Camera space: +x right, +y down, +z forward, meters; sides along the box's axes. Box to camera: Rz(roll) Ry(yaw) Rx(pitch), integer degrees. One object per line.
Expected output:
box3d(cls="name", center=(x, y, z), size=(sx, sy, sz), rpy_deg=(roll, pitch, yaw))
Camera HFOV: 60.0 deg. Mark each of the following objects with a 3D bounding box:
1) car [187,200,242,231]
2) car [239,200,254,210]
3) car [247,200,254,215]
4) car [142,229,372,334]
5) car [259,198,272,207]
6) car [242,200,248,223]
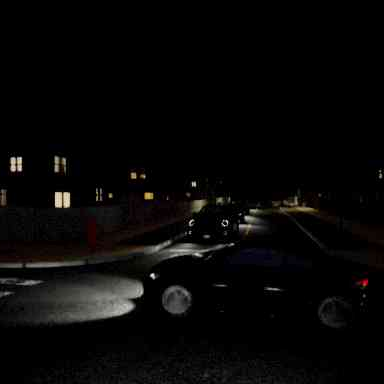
box3d(cls="car", center=(1.200, 1.450, 17.297), size=(2.097, 1.767, 4.553), rpy_deg=(-1, 0, 14))
box3d(cls="car", center=(8.148, 1.868, 49.265), size=(1.895, 1.301, 4.718), rpy_deg=(-1, -1, 13))
box3d(cls="car", center=(5.457, 1.685, 36.956), size=(2.128, 1.511, 4.902), rpy_deg=(-1, 0, 12))
box3d(cls="car", center=(1.163, 1.631, 6.595), size=(4.181, 1.385, 1.994), rpy_deg=(1, -1, 12))
box3d(cls="car", center=(12.697, 1.795, 57.257), size=(1.837, 1.490, 4.892), rpy_deg=(-1, -1, 12))
box3d(cls="car", center=(3.320, 1.666, 26.977), size=(1.812, 1.442, 4.674), rpy_deg=(-1, 0, 12))
